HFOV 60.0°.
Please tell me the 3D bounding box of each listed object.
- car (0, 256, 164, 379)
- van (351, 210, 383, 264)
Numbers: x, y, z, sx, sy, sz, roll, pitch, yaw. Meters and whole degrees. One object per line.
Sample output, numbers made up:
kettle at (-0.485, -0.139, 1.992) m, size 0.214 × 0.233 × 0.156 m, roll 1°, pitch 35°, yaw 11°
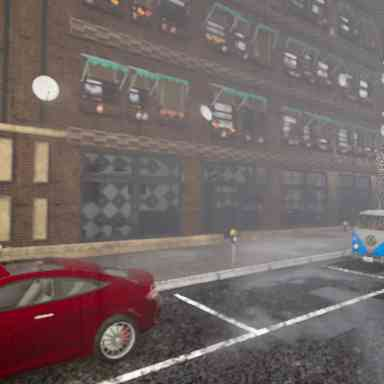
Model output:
car at (-2.373, 1.588, 4.368) m, size 4.206 × 1.307 × 1.802 m, roll 1°, pitch 0°, yaw -35°
van at (6.871, 1.470, 10.943) m, size 3.998 × 1.788 × 1.690 m, roll 1°, pitch 0°, yaw -35°
